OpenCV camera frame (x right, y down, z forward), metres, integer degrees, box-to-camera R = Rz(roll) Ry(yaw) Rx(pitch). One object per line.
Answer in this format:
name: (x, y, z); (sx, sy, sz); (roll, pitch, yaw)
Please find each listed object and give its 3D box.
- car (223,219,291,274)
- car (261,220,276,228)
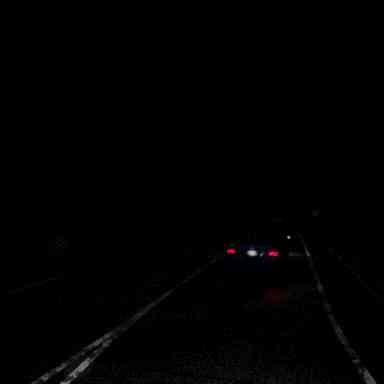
car: (2.410, 1.870, 11.721); (2.033, 1.411, 5.357); (0, -2, 17)
car: (14.895, 6.203, 64.198); (2.033, 1.411, 5.357); (0, -5, 21)
